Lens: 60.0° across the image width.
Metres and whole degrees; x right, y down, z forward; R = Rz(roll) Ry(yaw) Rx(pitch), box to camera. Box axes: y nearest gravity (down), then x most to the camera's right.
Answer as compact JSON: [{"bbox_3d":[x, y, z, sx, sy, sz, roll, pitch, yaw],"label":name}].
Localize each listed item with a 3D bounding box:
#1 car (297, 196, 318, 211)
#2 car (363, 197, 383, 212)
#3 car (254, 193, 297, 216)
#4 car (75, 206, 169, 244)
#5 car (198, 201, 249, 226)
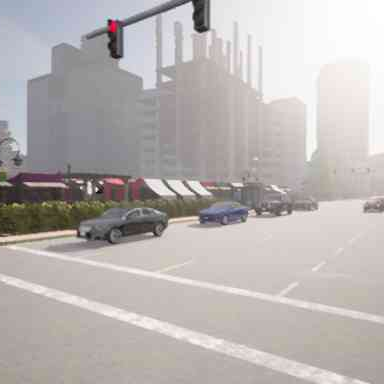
[{"bbox_3d":[13.749,1.297,40.474,2.097,1.767,4.553,0,0,34],"label":"car"},{"bbox_3d":[21.209,1.580,38.736,1.895,1.301,4.718,0,0,34],"label":"car"},{"bbox_3d":[7.958,1.167,31.972,2.150,2.045,5.566,0,0,34],"label":"car"},{"bbox_3d":[-3.099,1.437,15.625,2.128,1.511,4.902,0,0,34],"label":"car"},{"bbox_3d":[2.307,1.423,23.615,1.882,1.535,5.008,0,0,34],"label":"car"}]
